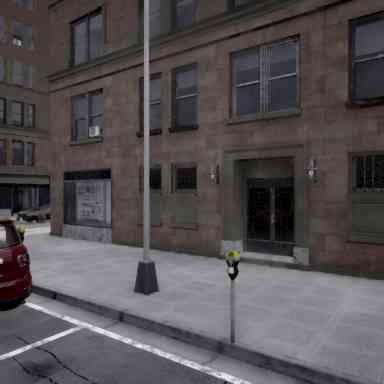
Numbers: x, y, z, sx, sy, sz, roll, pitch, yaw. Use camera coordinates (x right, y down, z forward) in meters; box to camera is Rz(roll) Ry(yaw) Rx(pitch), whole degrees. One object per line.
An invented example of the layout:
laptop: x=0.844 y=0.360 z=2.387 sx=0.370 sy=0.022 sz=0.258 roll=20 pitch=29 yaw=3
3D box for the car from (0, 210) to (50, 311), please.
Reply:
car: x=-5.112 y=1.315 z=6.444 sx=5.009 sy=1.841 sz=2.192 roll=0 pitch=0 yaw=35

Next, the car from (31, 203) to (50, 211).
car: x=-10.285 y=1.502 z=25.205 sx=2.033 sy=1.411 sz=5.357 roll=0 pitch=0 yaw=36
